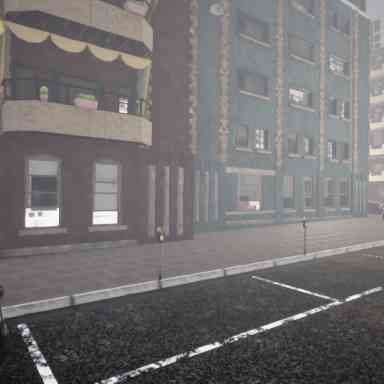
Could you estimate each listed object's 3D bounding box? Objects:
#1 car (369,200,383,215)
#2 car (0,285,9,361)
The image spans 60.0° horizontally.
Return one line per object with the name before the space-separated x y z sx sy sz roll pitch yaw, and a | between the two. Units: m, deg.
car | 16.169 1.241 32.669 2.192 1.841 5.009 1 0 -36
car | -4.161 1.566 3.121 4.313 1.339 1.947 0 1 -35
